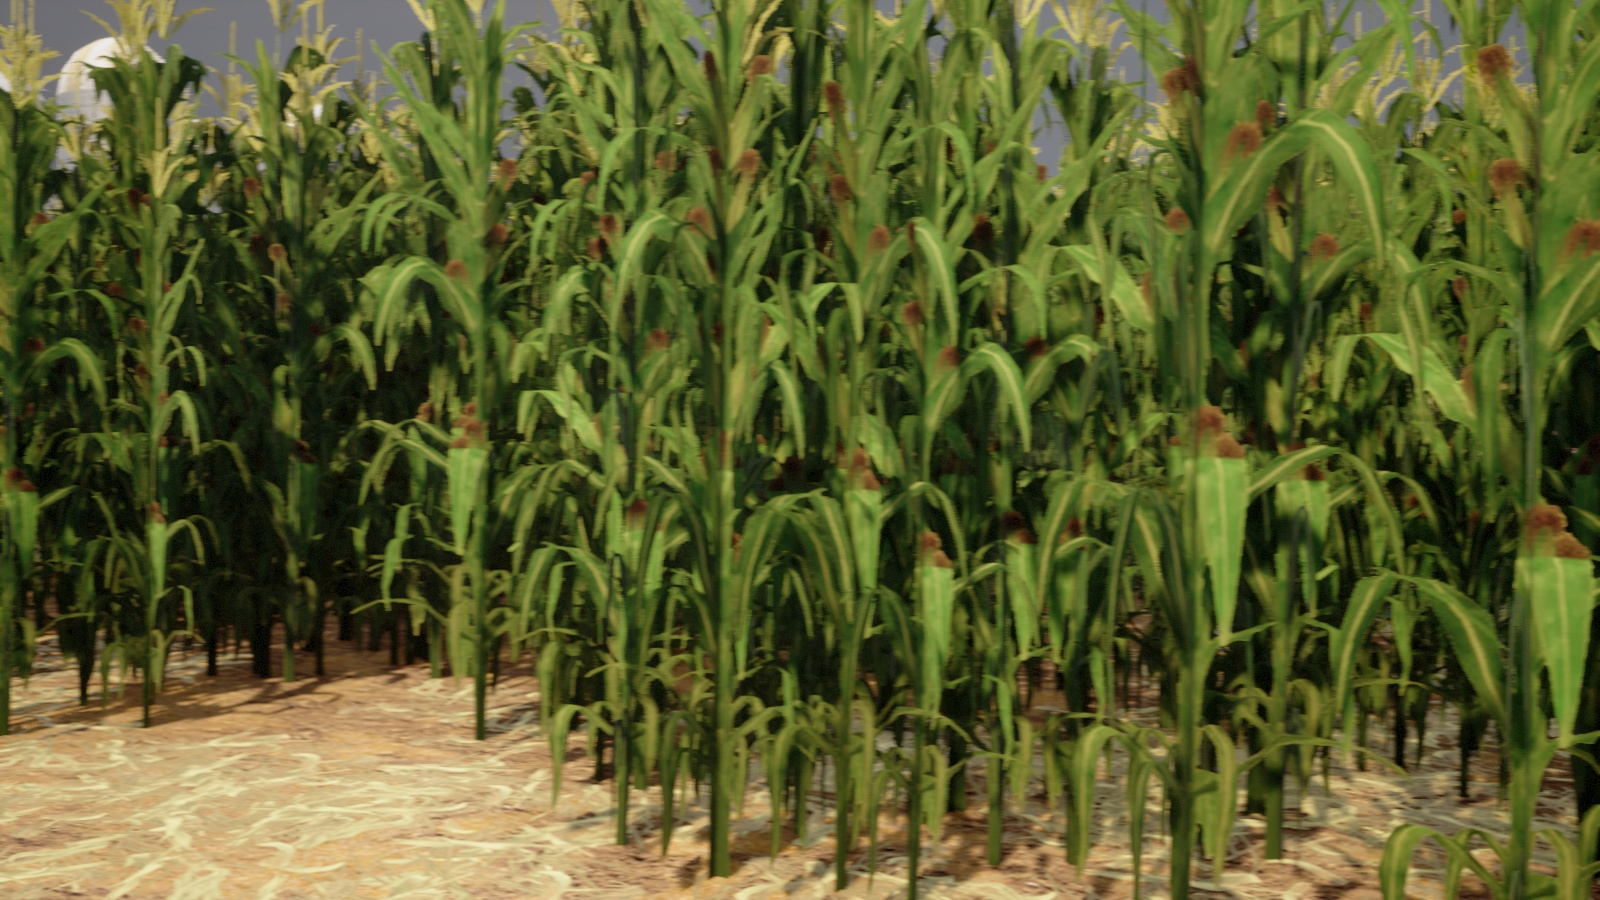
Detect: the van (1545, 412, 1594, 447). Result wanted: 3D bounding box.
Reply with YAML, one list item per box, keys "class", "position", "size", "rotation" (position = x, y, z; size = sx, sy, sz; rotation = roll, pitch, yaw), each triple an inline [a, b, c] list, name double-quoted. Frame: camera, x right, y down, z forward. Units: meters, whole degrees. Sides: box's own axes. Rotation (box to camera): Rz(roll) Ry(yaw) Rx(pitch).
- class: "van"
  position: [46.570, -1.268, 76.079]
  size: [2.069, 2.038, 4.480]
  rotation: [0, 1, 25]
